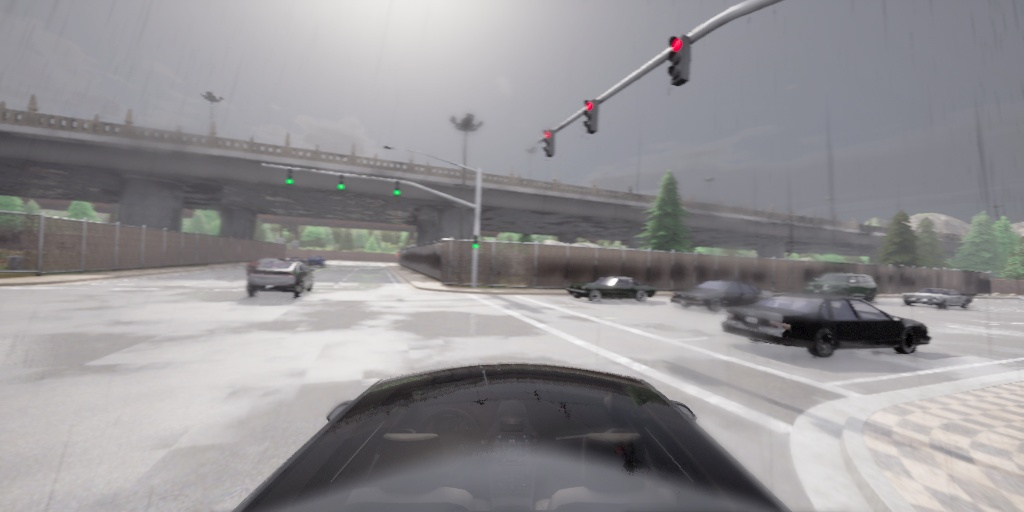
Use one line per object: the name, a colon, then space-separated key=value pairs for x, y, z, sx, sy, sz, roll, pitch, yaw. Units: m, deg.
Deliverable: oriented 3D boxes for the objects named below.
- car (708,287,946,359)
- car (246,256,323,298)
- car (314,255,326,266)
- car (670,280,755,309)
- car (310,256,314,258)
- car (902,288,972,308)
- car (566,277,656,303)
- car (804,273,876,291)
car: x=8.196 y=1.715 z=9.405 sx=5.357 sy=1.411 sz=2.033 roll=3 pitch=-1 yaw=-17
car: x=-10.064 y=0.958 z=15.888 sx=2.128 sy=1.511 sz=4.902 roll=3 pitch=-1 yaw=-21
car: x=-26.623 y=0.664 z=48.862 sx=1.882 sy=1.535 sz=5.008 roll=3 pitch=-1 yaw=-21
car: x=10.466 y=1.919 z=17.647 sx=5.357 sy=1.411 sz=2.033 roll=3 pitch=-1 yaw=-21
car: x=-21.806 y=0.803 z=36.202 sx=1.994 sy=1.385 sz=4.181 roll=3 pitch=-1 yaw=-21
car: x=29.420 y=2.899 z=24.864 sx=4.718 sy=1.301 sz=1.895 roll=3 pitch=-1 yaw=-21
car: x=5.333 y=1.769 z=19.433 sx=4.718 sy=1.301 sz=1.895 roll=3 pitch=-1 yaw=-21
car: x=24.546 y=2.329 z=26.761 sx=5.566 sy=2.045 sz=2.150 roll=3 pitch=-1 yaw=-21
